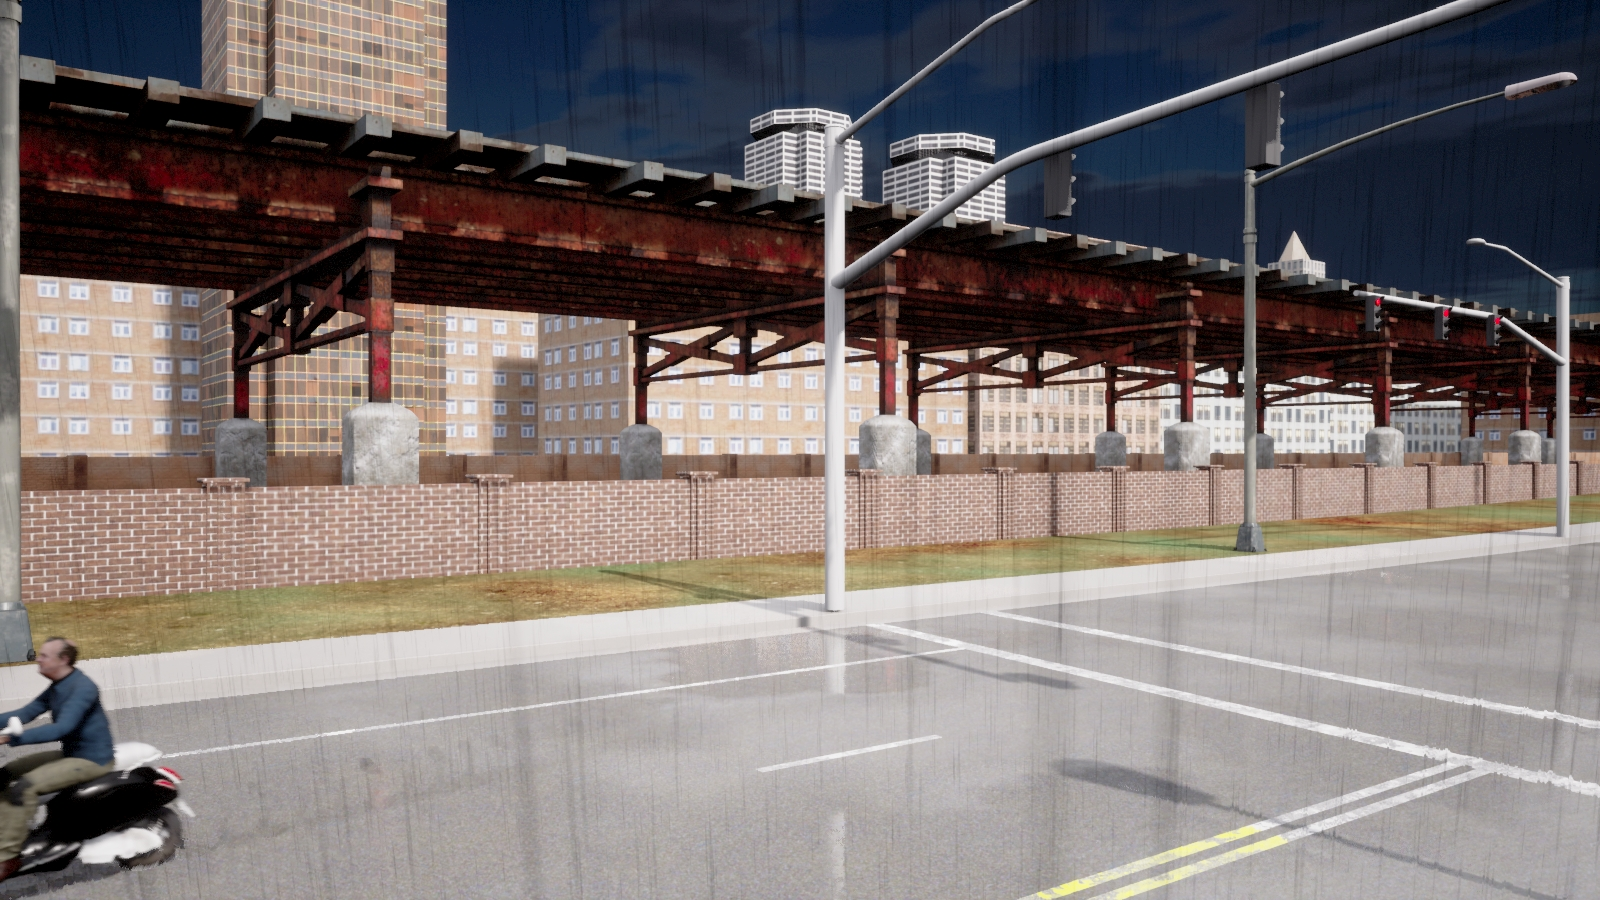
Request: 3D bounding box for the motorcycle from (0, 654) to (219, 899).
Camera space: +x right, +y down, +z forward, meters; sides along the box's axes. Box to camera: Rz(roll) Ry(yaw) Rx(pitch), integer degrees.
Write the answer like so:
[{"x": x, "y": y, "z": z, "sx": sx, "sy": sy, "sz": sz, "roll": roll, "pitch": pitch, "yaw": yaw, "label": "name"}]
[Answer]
[{"x": -4.776, "y": 2.129, "z": 7.192, "sx": 0.856, "sy": 1.341, "sz": 1.805, "roll": 0, "pitch": 0, "yaw": 41, "label": "motorcycle"}]
